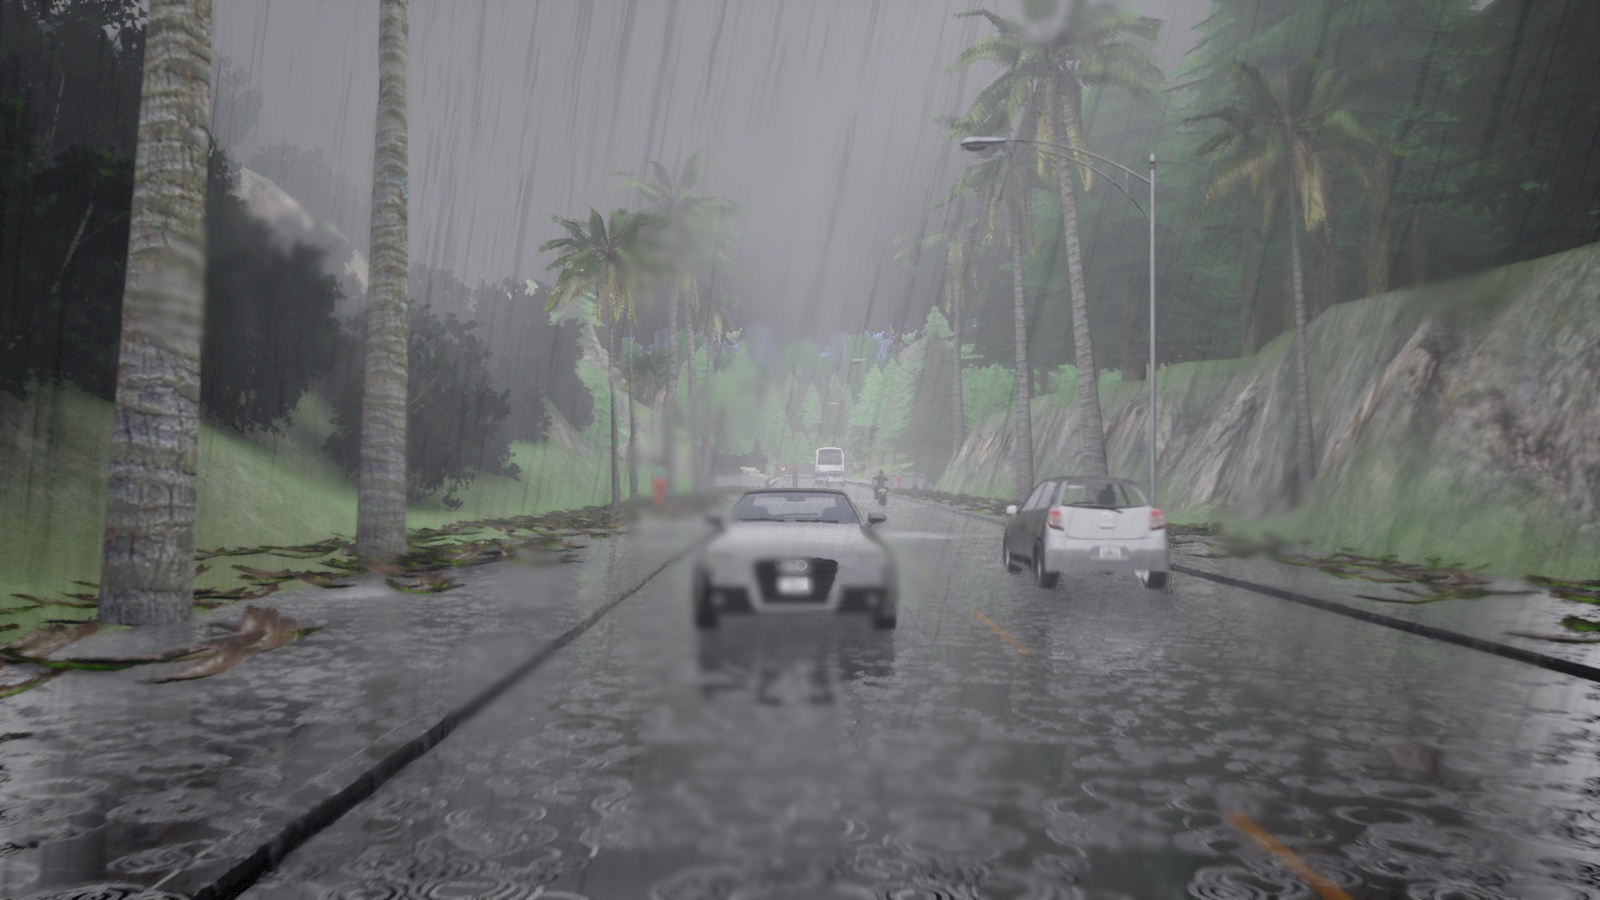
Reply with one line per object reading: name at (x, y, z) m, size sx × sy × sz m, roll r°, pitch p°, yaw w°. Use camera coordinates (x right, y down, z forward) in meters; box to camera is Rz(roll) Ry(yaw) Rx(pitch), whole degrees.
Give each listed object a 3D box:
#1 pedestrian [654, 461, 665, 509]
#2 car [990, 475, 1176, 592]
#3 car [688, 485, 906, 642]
pedestrian at (-5.377, 1.326, 48.206) m, size 0.345 × 1.836 × 0.594 m, roll 0°, pitch -1°, yaw 0°
car at (3.950, 1.116, 18.145) m, size 1.845 × 1.501 × 3.633 m, roll 0°, pitch -1°, yaw 0°
car at (-0.039, 1.107, 13.658) m, size 1.994 × 1.385 × 4.181 m, roll 0°, pitch -1°, yaw 0°
